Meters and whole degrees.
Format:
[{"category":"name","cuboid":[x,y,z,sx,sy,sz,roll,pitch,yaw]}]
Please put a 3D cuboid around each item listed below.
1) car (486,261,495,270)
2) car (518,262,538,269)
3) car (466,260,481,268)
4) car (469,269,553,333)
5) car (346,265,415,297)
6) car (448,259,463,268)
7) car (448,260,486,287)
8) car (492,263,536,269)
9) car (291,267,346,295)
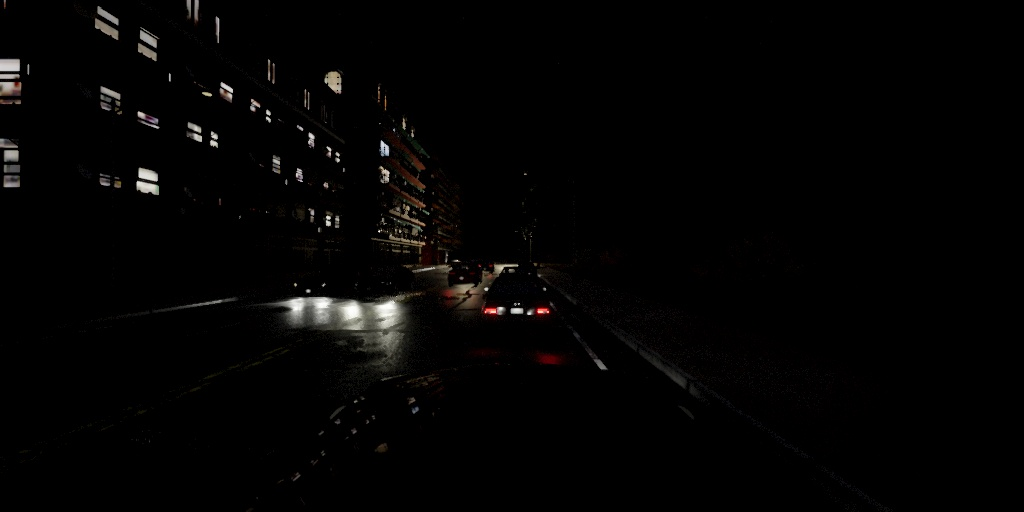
[{"category":"car","cuboid":[-3.125,1.279,43.684,1.812,1.442,4.674,0,0,0]},{"category":"car","cuboid":[1.153,1.259,30.805,1.837,1.490,4.892,0,0,0]},{"category":"car","cuboid":[-6.545,1.353,61.285,1.895,1.301,4.718,0,0,0]},{"category":"car","cuboid":[0.107,1.299,10.676,2.033,1.411,5.357,0,0,0]},{"category":"car","cuboid":[-6.589,1.230,18.986,1.882,1.535,5.008,0,0,0]},{"category":"car","cuboid":[-9.786,1.316,62.317,1.994,1.385,4.181,0,0,0]},{"category":"car","cuboid":[-3.138,1.231,24.823,1.882,1.535,5.008,0,0,0]},{"category":"car","cuboid":[0.110,1.301,21.037,2.033,1.411,5.357,0,0,0]},{"category":"car","cuboid":[-9.841,1.300,19.975,2.033,1.411,5.357,0,0,0]}]
